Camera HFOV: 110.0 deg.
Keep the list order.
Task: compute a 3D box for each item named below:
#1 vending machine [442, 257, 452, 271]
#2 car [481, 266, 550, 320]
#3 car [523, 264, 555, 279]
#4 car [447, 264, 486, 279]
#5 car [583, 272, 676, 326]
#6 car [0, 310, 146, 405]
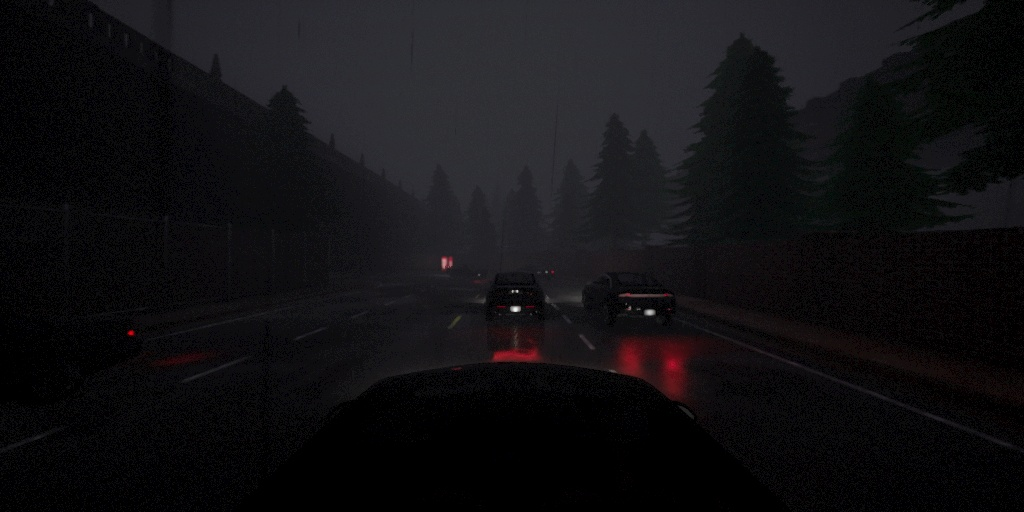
[{"bbox_3d":[-8.378,1.048,46.313,0.880,2.100,1.100,0,0,24],"label":"vending machine"},{"bbox_3d":[0.102,1.280,12.716,1.837,1.490,4.892,0,0,0],"label":"car"},{"bbox_3d":[1.801,1.366,31.297,2.033,1.411,5.357,0,0,-23],"label":"car"},{"bbox_3d":[-4.395,1.426,34.399,1.895,1.301,4.718,0,0,-39],"label":"car"},{"bbox_3d":[3.602,1.265,11.785,2.128,1.511,4.902,0,0,0],"label":"car"},{"bbox_3d":[-7.096,1.302,3.575,2.033,1.411,5.357,0,0,0],"label":"car"}]
